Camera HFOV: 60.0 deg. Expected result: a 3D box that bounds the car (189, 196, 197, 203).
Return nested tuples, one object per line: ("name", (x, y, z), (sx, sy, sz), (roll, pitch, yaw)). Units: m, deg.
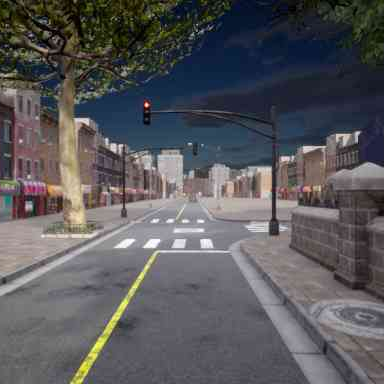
("car", (0.223, 1.665, 73.596), (2.128, 1.511, 4.902), (0, 0, 0))
